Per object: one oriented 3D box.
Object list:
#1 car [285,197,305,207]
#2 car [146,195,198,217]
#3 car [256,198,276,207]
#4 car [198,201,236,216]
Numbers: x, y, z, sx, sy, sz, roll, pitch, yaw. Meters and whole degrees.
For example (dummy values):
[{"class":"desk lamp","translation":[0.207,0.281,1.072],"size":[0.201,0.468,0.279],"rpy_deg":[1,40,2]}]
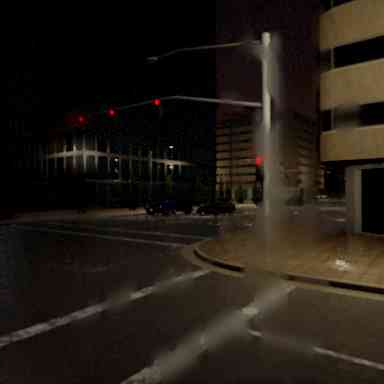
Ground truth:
[{"class":"car","translation":[16.271,1.602,52.539],"size":[1.837,1.490,4.892],"rpy_deg":[0,-1,37]},{"class":"car","translation":[-2.186,1.336,33.559],"size":[2.150,2.045,5.566],"rpy_deg":[0,0,36]},{"class":"car","translation":[11.695,1.639,52.282],"size":[1.812,1.442,4.674],"rpy_deg":[0,0,37]},{"class":"car","translation":[2.612,1.643,34.164],"size":[2.033,1.411,5.357],"rpy_deg":[0,0,36]}]
